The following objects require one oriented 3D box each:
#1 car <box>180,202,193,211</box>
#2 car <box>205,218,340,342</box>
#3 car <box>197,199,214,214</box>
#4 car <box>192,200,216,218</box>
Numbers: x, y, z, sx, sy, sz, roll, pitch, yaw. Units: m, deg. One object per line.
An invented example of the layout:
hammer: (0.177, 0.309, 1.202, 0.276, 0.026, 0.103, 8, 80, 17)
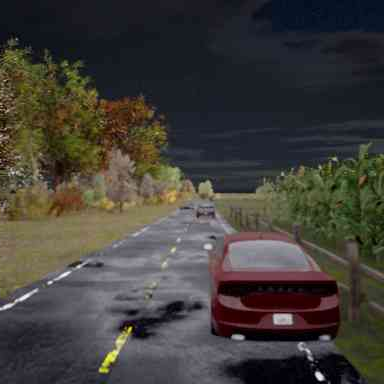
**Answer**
car: (-0.770, 2.184, 51.011, 1.994, 1.385, 4.181, -1, -1, 2)
car: (1.287, 1.550, 6.854, 1.882, 1.535, 5.008, -1, -1, 2)
car: (1.789, 1.870, 44.429, 2.097, 1.767, 4.553, -1, -1, 3)
car: (1.428, 1.891, 34.311, 2.128, 1.511, 4.902, -1, -1, 2)
